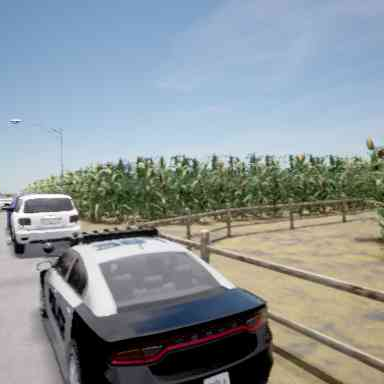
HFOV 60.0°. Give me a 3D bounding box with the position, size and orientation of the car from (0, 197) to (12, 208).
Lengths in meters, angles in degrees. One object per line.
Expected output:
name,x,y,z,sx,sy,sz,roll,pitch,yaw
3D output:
car,-27.392,1.489,48.568,1.837,1.490,4.892,-2,1,-30

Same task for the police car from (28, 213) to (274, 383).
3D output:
police car,-1.100,1.351,4.966,1.930,1.638,5.238,-2,1,-30

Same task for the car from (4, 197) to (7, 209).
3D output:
car,-9.109,1.124,18.734,2.150,2.045,5.566,-2,1,-30

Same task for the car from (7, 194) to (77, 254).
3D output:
car,-6.093,1.127,13.544,2.150,2.045,5.566,-2,1,-30

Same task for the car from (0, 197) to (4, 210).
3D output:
car,-21.287,1.450,38.121,1.812,1.442,4.674,-2,1,-30
